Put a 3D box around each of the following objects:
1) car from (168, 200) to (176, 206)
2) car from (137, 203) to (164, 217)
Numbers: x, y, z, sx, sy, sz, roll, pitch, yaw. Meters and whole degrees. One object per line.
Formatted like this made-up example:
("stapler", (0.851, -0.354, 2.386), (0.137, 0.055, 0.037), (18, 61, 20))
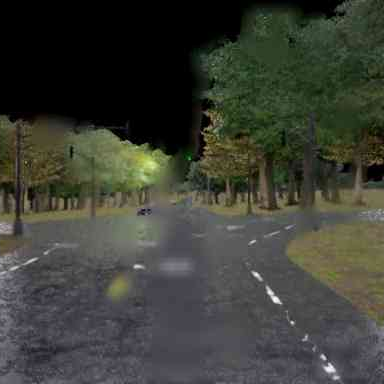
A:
("car", (-4.889, 2.718, 82.640), (1.882, 1.535, 5.008), (0, -2, -1))
("car", (-4.112, 1.806, 33.513), (1.895, 1.301, 4.718), (0, -1, 4))
